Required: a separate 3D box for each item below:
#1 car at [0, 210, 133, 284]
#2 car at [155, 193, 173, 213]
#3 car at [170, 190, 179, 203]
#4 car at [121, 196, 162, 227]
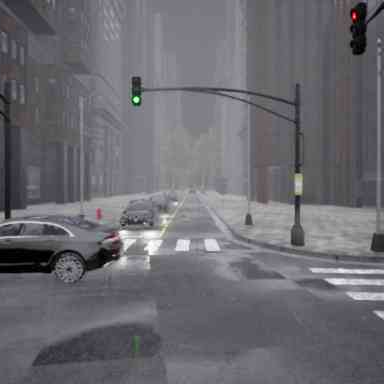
[{"bbox_3d":[-4.217,1.366,8.534,4.902,1.511,2.128,0,1,0],"label":"car"},{"bbox_3d":[-3.071,1.045,30.385,1.882,1.535,5.008,0,1,0],"label":"car"},{"bbox_3d":[-3.001,0.823,50.031,2.033,1.411,5.357,0,1,1],"label":"car"},{"bbox_3d":[-3.090,1.218,20.299,1.837,1.490,4.892,0,1,-1],"label":"car"}]
